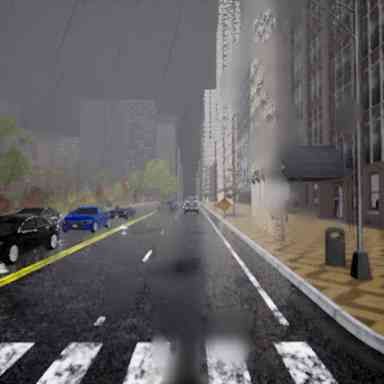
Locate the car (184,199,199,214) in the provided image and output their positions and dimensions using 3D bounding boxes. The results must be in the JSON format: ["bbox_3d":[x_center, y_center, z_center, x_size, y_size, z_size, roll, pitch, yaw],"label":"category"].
[{"bbox_3d":[-0.042,1.945,40.567,2.033,1.411,5.357,0,-1,0],"label":"car"}]

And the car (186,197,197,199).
[{"bbox_3d":[-0.053,1.750,51.021,2.150,2.045,5.566,0,-1,0],"label":"car"}]

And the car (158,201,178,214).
[{"bbox_3d":[-3.194,1.906,41.971,2.128,1.511,4.902,0,-1,0],"label":"car"}]

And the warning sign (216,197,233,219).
[{"bbox_3d":[2.798,1.378,28.677,1.300,1.860,1.060,-1,-2,0],"label":"warning sign"}]

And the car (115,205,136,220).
[{"bbox_3d":[-6.623,1.894,31.488,1.895,1.301,4.718,0,-1,0],"label":"car"}]

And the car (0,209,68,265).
[{"bbox_3d":[-6.578,1.607,12.240,1.837,1.490,4.892,0,0,2],"label":"car"}]

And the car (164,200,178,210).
[{"bbox_3d":[-3.249,2.070,52.230,1.812,1.442,4.674,0,-1,0],"label":"car"}]

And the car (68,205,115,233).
[{"bbox_3d":[-6.619,1.665,21.313,1.882,1.535,5.008,0,-1,0],"label":"car"}]

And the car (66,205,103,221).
[{"bbox_3d":[-9.874,1.889,30.996,1.895,1.301,4.718,0,-1,0],"label":"car"}]

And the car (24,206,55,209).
[{"bbox_3d":[-9.867,1.689,21.066,1.837,1.490,4.892,0,-1,0],"label":"car"}]
